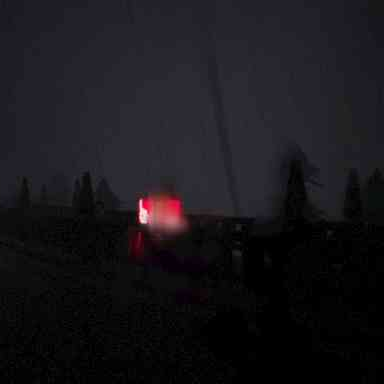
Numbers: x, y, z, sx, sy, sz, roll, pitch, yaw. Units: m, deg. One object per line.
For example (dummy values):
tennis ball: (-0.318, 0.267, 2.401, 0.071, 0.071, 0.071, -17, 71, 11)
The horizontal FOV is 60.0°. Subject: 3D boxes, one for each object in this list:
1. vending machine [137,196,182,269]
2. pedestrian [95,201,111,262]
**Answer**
vending machine: (-1.009, 1.195, 10.380, 0.880, 2.100, 1.100, 0, 0, 41)
pedestrian: (-2.710, 1.141, 9.873, 0.375, 1.860, 0.375, 0, 0, 41)
